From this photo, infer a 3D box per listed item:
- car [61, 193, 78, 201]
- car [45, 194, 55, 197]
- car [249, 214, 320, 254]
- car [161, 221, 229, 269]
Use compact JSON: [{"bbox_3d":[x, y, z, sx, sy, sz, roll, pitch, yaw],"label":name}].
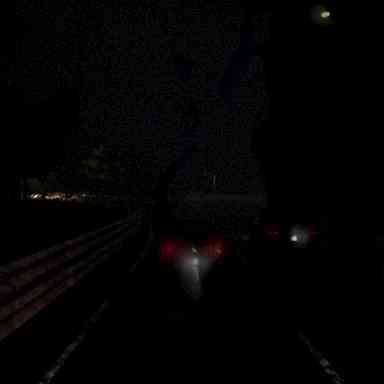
[{"bbox_3d":[-26.903,1.057,72.810,4.553,1.767,2.097,1,1,44],"label":"car"},{"bbox_3d":[-34.065,1.022,80.223,1.895,1.301,4.718,0,1,-39],"label":"car"},{"bbox_3d":[3.596,1.597,13.600,1.994,1.385,4.181,0,0,0],"label":"car"},{"bbox_3d":[-0.004,1.630,11.282,1.895,1.301,4.718,0,0,-2],"label":"car"}]
